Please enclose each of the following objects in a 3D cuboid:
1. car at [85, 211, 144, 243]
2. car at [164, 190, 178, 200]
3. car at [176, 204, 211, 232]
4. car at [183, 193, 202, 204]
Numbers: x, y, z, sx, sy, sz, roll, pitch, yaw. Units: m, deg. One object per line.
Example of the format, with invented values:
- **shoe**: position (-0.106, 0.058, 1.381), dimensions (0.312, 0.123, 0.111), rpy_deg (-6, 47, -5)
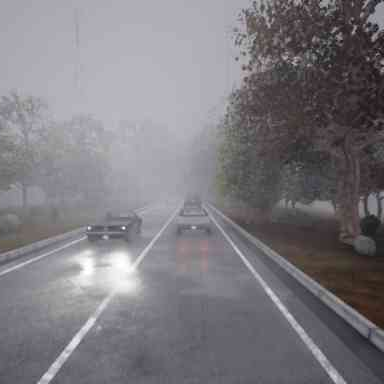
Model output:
- **car**: position (-3.605, 1.598, 16.155), dimensions (1.895, 1.301, 4.718), rpy_deg (0, 0, 0)
- **car**: position (-3.516, 0.694, 57.007), dimensions (2.150, 2.045, 5.566), rpy_deg (0, 0, 0)
- **car**: position (0.096, 1.595, 19.882), dimensions (1.895, 1.301, 4.718), rpy_deg (0, 0, 0)
- **car**: position (0.088, 1.135, 43.089), dimensions (2.150, 2.045, 5.566), rpy_deg (0, 0, 0)
